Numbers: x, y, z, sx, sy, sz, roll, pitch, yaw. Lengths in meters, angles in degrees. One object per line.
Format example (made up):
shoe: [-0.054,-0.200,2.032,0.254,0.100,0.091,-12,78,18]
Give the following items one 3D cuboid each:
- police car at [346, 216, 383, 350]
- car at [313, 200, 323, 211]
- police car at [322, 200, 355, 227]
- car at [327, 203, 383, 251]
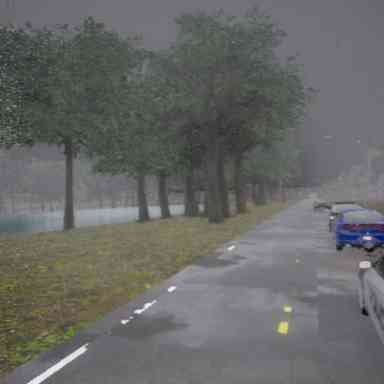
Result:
police car: [3.388,1.369,4.318,1.930,1.638,5.238,-2,-1,20]
car: [16.125,1.604,41.440,1.895,1.301,4.718,-2,-1,21]
police car: [8.883,1.358,19.346,1.930,1.638,5.238,-2,-1,20]
car: [6.786,1.412,13.606,1.882,1.535,5.008,-2,-1,20]
